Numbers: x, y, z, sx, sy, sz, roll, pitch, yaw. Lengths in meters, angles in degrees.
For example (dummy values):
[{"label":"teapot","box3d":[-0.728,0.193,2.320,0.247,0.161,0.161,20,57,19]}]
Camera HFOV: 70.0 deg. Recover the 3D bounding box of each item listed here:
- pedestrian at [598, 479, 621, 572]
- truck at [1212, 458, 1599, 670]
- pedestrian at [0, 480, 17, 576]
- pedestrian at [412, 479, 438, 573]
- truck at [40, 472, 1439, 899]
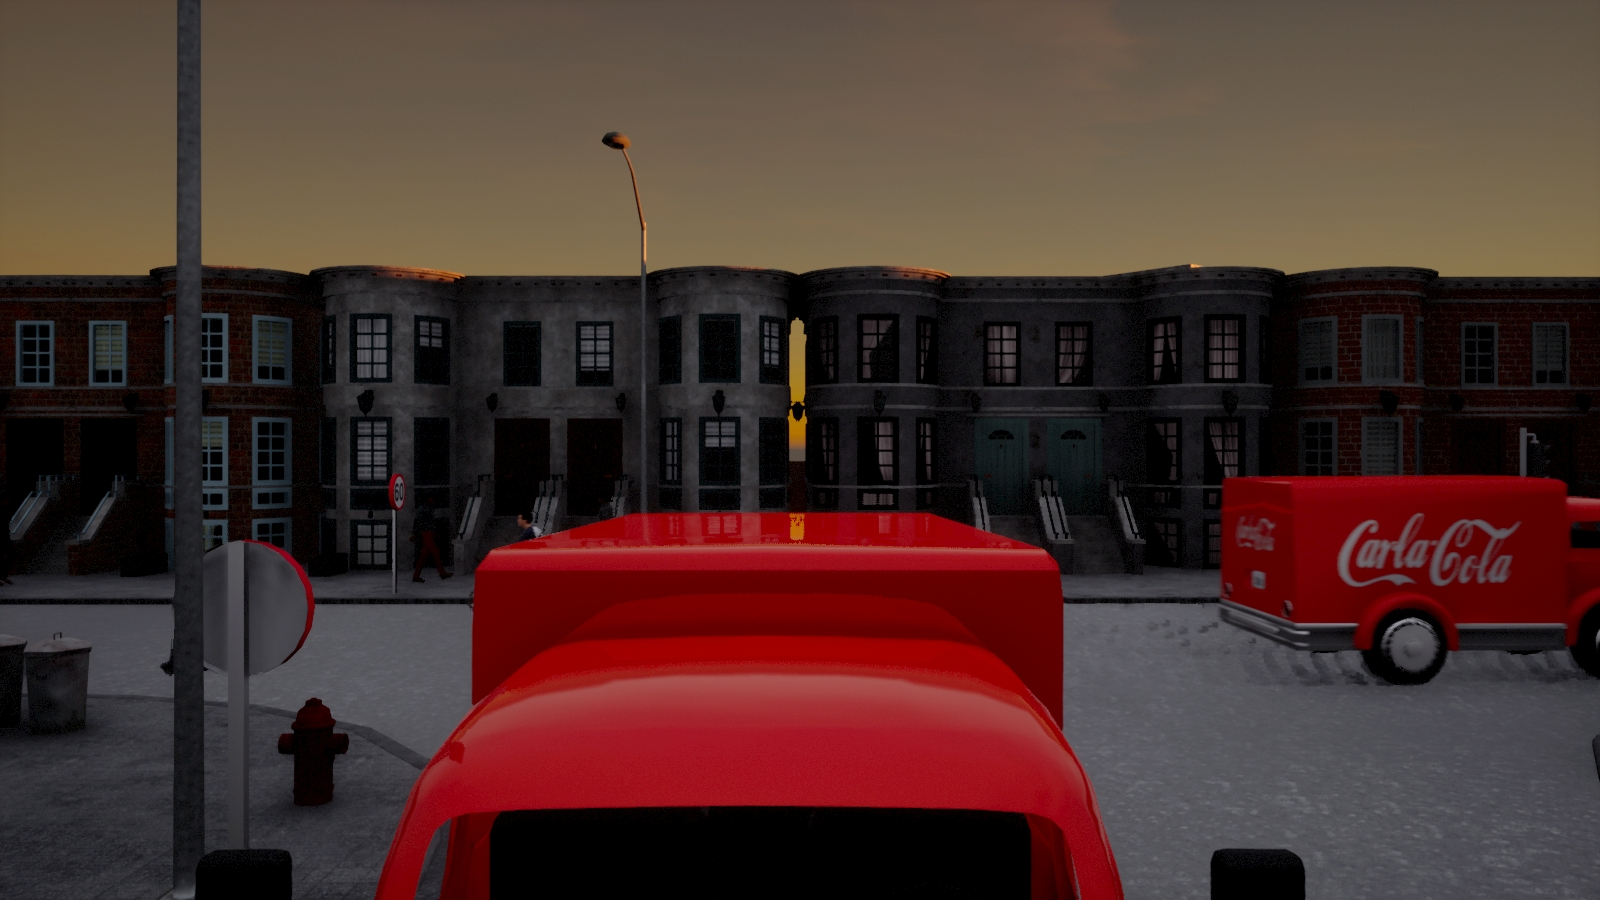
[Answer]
[{"label":"pedestrian","box3d":[-3.873,1.526,23.198,0.375,1.860,0.375,0,0,5]},{"label":"truck","box3d":[8.401,1.346,14.739,5.204,2.467,2.627,0,0,-1]},{"label":"pedestrian","box3d":[-15.654,1.524,22.370,0.375,1.860,0.375,0,0,0]},{"label":"pedestrian","box3d":[-7.544,1.524,22.981,0.375,1.860,0.375,0,0,8]},{"label":"truck","box3d":[-0.117,1.355,4.744,2.627,2.467,5.204,0,0,0]}]
